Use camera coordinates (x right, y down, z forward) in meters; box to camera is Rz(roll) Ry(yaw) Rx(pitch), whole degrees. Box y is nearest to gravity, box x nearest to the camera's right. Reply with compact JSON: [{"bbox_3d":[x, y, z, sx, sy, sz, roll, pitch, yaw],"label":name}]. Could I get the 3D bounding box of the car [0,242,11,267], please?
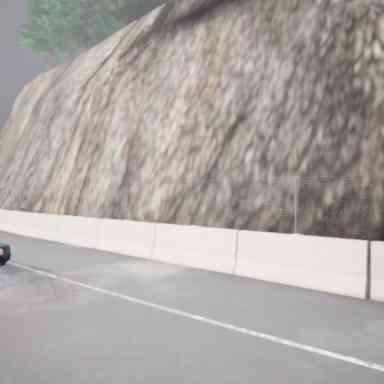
[{"bbox_3d":[-7.262,1.642,9.826,4.718,1.301,1.895,0,0,40],"label":"car"}]
